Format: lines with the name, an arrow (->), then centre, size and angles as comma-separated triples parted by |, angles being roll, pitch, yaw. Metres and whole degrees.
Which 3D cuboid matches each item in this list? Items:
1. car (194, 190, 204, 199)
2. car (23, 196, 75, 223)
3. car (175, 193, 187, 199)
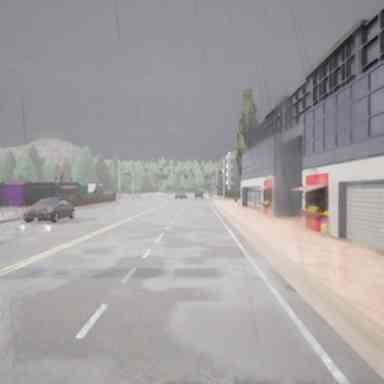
car -> 1.664, 0.633, 82.369 | 2.150, 2.045, 5.566 | 0, 0, 1
car -> -10.170, 1.182, 24.018 | 2.097, 1.767, 4.553 | 0, 0, 1
car -> -2.713, 0.948, 82.074 | 1.812, 1.442, 4.674 | 0, 0, 22
